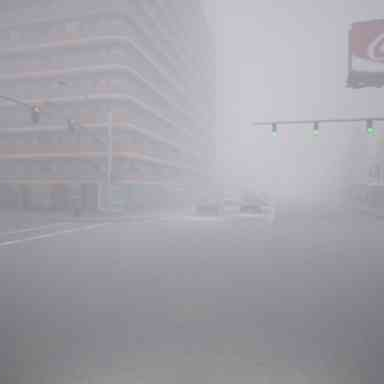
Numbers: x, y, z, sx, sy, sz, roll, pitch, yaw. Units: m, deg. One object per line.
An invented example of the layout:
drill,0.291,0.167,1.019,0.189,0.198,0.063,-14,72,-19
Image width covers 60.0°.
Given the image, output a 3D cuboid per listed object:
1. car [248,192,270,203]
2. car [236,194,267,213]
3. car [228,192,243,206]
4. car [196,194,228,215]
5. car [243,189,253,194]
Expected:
car,8.635,1.056,42.758,1.812,1.442,4.674,0,1,15
car,5.754,1.198,31.818,2.033,1.411,5.357,0,1,15
car,5.131,1.005,43.198,1.882,1.535,5.008,0,1,15
car,1.693,1.148,30.144,1.882,1.535,5.008,0,1,15
car,10.827,0.516,64.537,2.150,2.045,5.566,0,0,14
